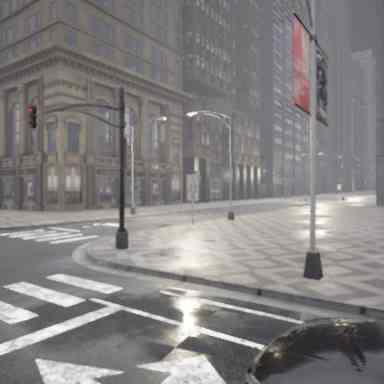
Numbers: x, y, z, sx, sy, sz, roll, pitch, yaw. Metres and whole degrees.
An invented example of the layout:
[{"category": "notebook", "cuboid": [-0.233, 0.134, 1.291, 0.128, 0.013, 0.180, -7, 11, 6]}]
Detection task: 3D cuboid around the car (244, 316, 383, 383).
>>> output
[{"category": "car", "cuboid": [2.640, 1.485, 1.810, 4.902, 1.511, 2.128, 0, 0, 35]}]
